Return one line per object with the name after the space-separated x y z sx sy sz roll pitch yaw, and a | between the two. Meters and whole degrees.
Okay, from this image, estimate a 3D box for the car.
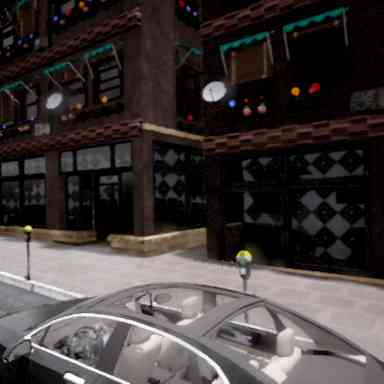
-0.364 1.539 3.000 4.403 1.369 2.008 0 -1 35 | car
